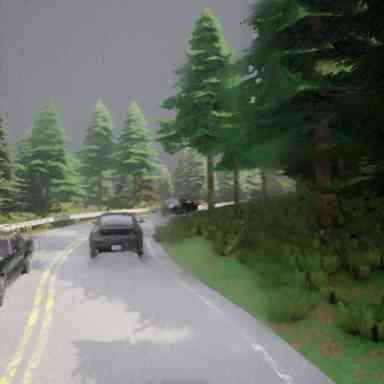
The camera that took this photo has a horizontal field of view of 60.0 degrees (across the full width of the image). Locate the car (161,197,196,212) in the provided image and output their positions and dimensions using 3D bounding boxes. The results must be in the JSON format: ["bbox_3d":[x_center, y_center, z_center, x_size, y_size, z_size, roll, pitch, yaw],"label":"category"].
[{"bbox_3d":[-1.006,1.234,30.146,2.097,1.767,4.553,-3,0,22],"label":"car"}]

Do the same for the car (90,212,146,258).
[{"bbox_3d":[-2.907,1.549,13.144,1.837,1.490,4.892,-1,0,-11],"label":"car"}]

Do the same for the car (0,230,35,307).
[{"bbox_3d":[-5.037,1.624,7.749,1.895,1.301,4.718,1,0,-17],"label":"car"}]
